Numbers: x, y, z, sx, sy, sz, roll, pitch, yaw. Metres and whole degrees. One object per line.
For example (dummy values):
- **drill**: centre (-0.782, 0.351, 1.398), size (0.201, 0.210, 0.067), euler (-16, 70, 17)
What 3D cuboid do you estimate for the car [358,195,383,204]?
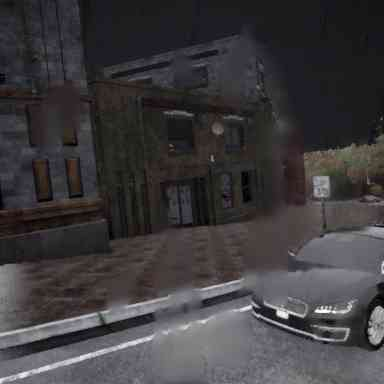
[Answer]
- **car**: centre (27.817, 1.164, 52.319), size (1.994, 1.385, 4.181), euler (-5, -2, 3)

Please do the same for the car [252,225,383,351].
- **car**: centre (3.172, 1.459, 6.270), size (4.892, 1.490, 1.837), euler (-1, 1, -39)
